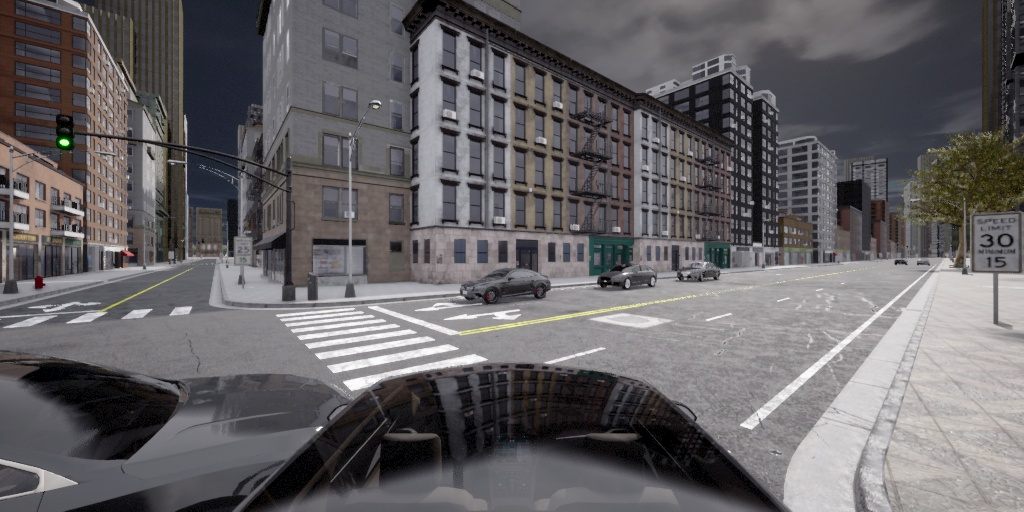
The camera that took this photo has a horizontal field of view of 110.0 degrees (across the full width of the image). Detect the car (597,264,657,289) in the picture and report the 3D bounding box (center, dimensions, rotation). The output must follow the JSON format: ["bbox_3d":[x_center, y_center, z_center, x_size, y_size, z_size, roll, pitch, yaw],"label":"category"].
[{"bbox_3d":[7.440,1.256,22.942,4.892,1.490,1.837,0,0,-39],"label":"car"}]

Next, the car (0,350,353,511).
[{"bbox_3d":[-3.239,1.257,1.646,4.892,1.490,1.837,0,0,-35],"label":"car"}]

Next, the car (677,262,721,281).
[{"bbox_3d":[15.389,1.233,29.486,4.902,1.511,2.128,0,0,-39],"label":"car"}]

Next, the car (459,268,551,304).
[{"bbox_3d":[-0.194,1.285,16.647,4.674,1.442,1.812,0,0,-40],"label":"car"}]
